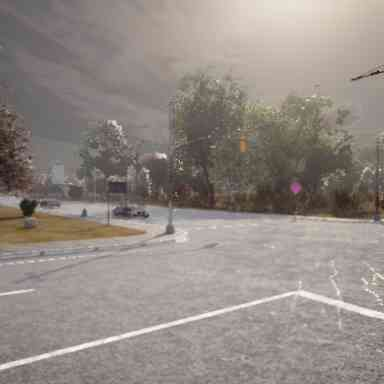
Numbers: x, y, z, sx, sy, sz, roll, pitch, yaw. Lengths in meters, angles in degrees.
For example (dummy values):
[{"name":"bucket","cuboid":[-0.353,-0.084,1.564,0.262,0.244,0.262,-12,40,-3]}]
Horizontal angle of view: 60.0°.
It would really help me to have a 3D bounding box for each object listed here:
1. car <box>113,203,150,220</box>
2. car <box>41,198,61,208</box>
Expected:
[{"name":"car","cuboid":[-5.666,1.747,30.783,1.994,1.385,4.181,1,-1,-39]},{"name":"car","cuboid":[-21.389,1.638,50.421,1.837,1.490,4.892,1,-1,-39]}]
